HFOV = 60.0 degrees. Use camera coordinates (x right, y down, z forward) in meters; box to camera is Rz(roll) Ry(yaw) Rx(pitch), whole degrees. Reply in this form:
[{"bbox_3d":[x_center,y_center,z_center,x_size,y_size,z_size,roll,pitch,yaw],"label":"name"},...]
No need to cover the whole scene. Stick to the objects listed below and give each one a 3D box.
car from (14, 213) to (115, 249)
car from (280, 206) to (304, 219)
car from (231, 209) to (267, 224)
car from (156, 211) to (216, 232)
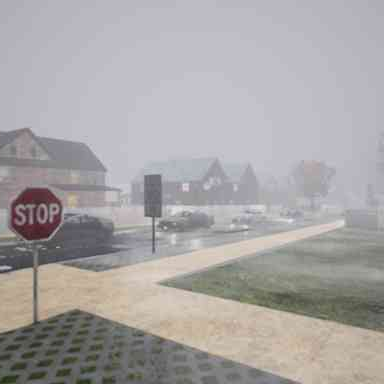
[{"bbox_3d":[-6.037,1.788,16.337,2.128,1.511,4.902,-1,-2,35],"label":"car"},{"bbox_3d":[12.942,2.619,43.062,2.128,1.511,4.902,-1,-2,36],"label":"car"},{"bbox_3d":[5.666,2.396,32.870,1.895,1.301,4.718,-1,-2,35],"label":"car"},{"bbox_3d":[-0.265,2.085,24.505,2.033,1.411,5.357,-1,-2,35],"label":"car"}]
